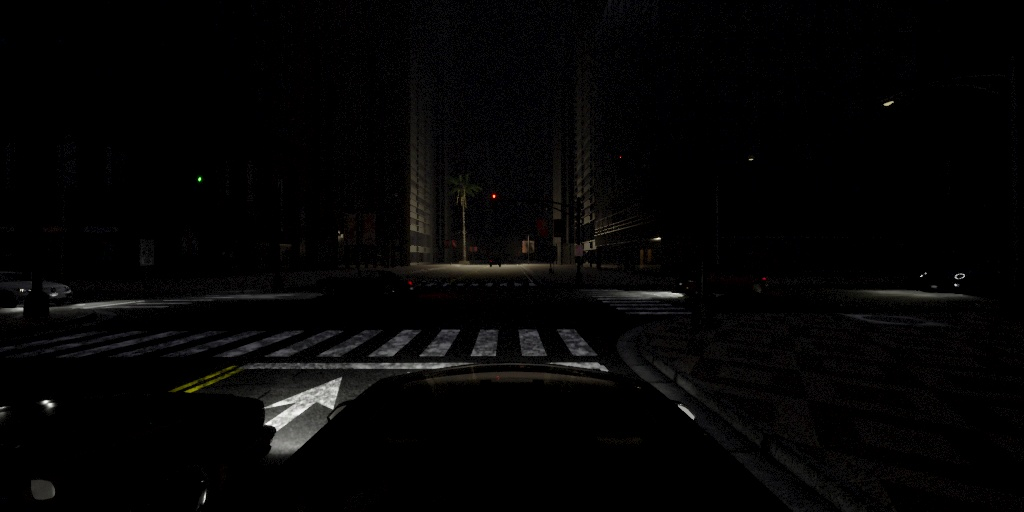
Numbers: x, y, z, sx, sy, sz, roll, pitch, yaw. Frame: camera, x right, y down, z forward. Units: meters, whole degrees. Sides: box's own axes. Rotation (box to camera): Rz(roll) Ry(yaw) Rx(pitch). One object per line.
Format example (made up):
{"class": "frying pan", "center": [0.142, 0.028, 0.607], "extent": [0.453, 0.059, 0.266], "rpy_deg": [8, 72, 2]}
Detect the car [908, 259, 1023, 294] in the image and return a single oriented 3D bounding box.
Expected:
{"class": "car", "center": [24.507, 1.029, 18.951], "extent": [4.553, 1.767, 2.097], "rpy_deg": [0, 0, -1]}

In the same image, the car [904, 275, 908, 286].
{"class": "car", "center": [26.423, 1.275, 21.739], "extent": [4.207, 1.307, 1.802], "rpy_deg": [0, 0, -1]}

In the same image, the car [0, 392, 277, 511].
{"class": "car", "center": [-3.176, 1.297, 0.730], "extent": [2.033, 1.411, 5.357], "rpy_deg": [0, 0, 4]}

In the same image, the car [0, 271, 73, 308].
{"class": "car", "center": [-21.380, 1.353, 14.950], "extent": [4.674, 1.442, 1.812], "rpy_deg": [0, 0, 1]}

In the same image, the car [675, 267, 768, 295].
{"class": "car", "center": [10.865, 1.287, 18.798], "extent": [4.181, 1.385, 1.994], "rpy_deg": [0, 0, 2]}

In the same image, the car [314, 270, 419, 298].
{"class": "car", "center": [-7.334, 1.371, 18.294], "extent": [4.718, 1.301, 1.895], "rpy_deg": [0, 0, -1]}
